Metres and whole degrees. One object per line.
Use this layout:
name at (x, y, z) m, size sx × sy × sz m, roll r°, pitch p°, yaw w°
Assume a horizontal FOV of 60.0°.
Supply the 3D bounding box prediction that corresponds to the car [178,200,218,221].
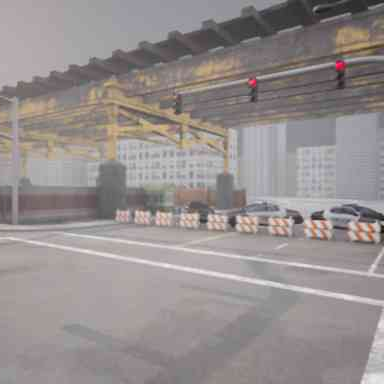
car at (0.312, 1.224, 23.274) m, size 1.853 × 1.218 × 4.536 m, roll 0°, pitch 0°, yaw -11°

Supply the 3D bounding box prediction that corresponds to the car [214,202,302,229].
car at (4.077, 1.406, 20.554) m, size 4.974 × 1.542 × 2.038 m, roll 0°, pitch 0°, yaw -1°

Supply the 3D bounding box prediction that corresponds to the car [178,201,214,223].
car at (0.321, 1.381, 23.223) m, size 2.038 × 1.542 × 4.974 m, roll 0°, pitch 0°, yaw -11°

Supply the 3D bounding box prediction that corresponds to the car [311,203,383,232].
car at (8.881, 1.278, 18.123) m, size 1.853 × 1.218 × 4.536 m, roll 0°, pitch 0°, yaw -26°

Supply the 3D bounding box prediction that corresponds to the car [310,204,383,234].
car at (8.903, 1.436, 18.077) m, size 2.038 × 1.542 × 4.974 m, roll 0°, pitch 0°, yaw -26°

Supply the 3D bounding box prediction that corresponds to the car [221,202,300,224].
car at (4.130, 1.249, 20.554) m, size 4.536 × 1.218 × 1.853 m, roll 0°, pitch 0°, yaw -1°
